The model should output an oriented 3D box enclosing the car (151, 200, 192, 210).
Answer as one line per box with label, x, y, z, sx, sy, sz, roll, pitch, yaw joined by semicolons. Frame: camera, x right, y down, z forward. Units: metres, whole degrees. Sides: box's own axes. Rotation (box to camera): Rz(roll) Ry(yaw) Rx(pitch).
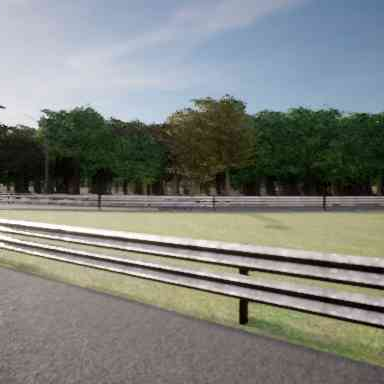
car;-2.054;1.090;33.964;4.181;1.385;1.994;0;0;3
